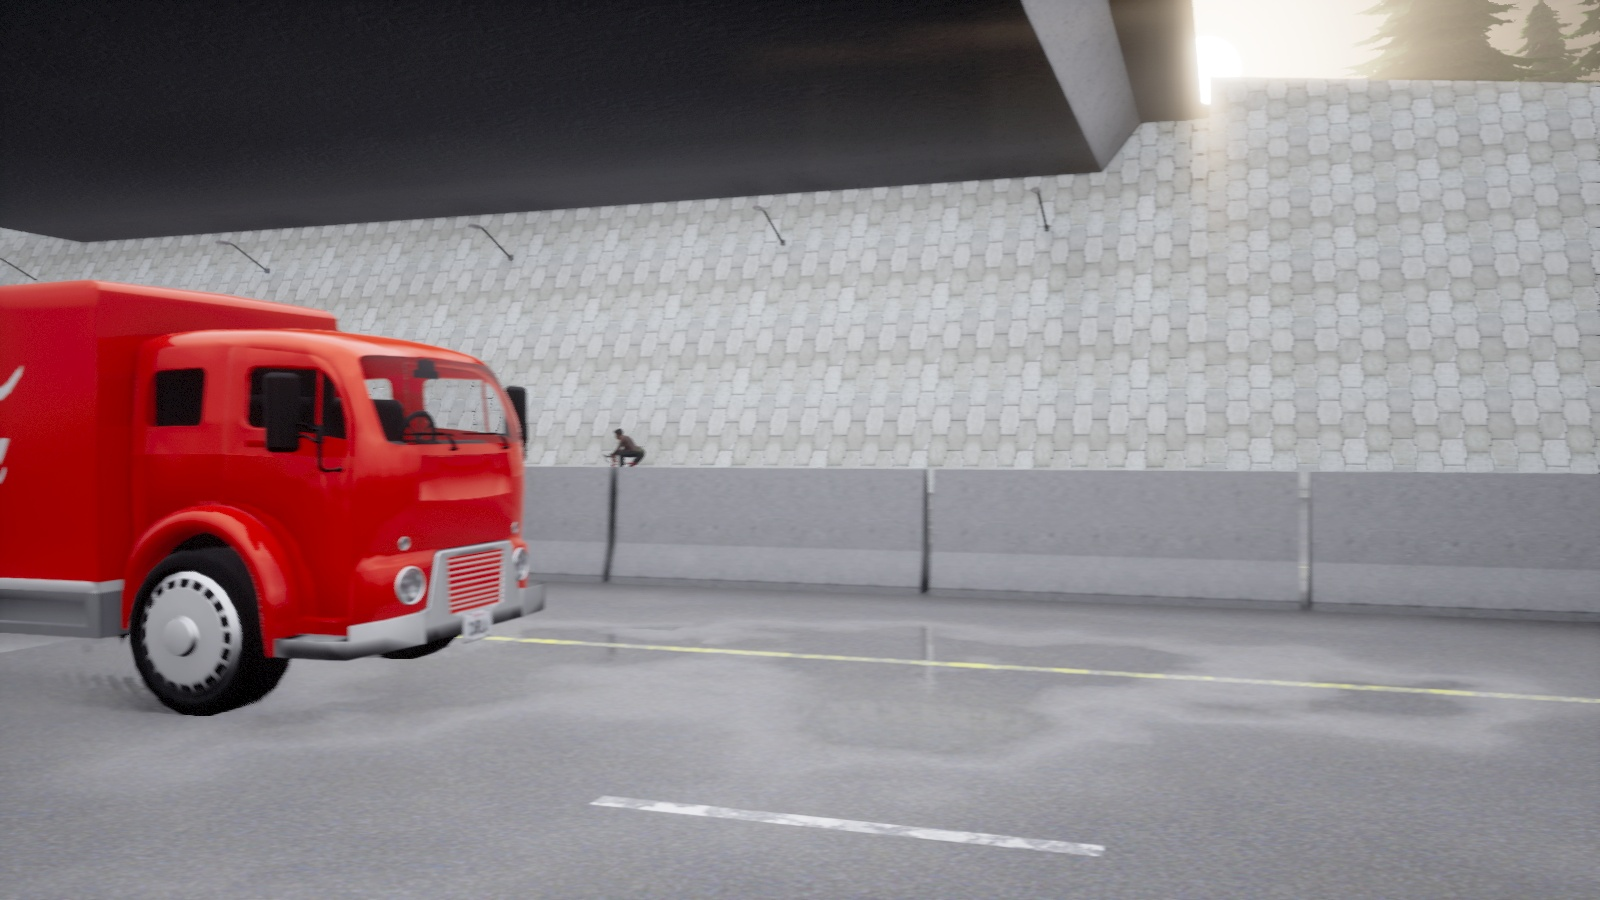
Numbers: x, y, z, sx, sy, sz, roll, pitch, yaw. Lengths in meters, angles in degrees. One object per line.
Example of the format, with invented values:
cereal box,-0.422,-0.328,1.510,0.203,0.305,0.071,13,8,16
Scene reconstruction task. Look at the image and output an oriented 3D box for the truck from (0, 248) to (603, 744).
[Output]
truck,-4.254,0.191,8.309,5.204,2.467,2.627,1,1,19
